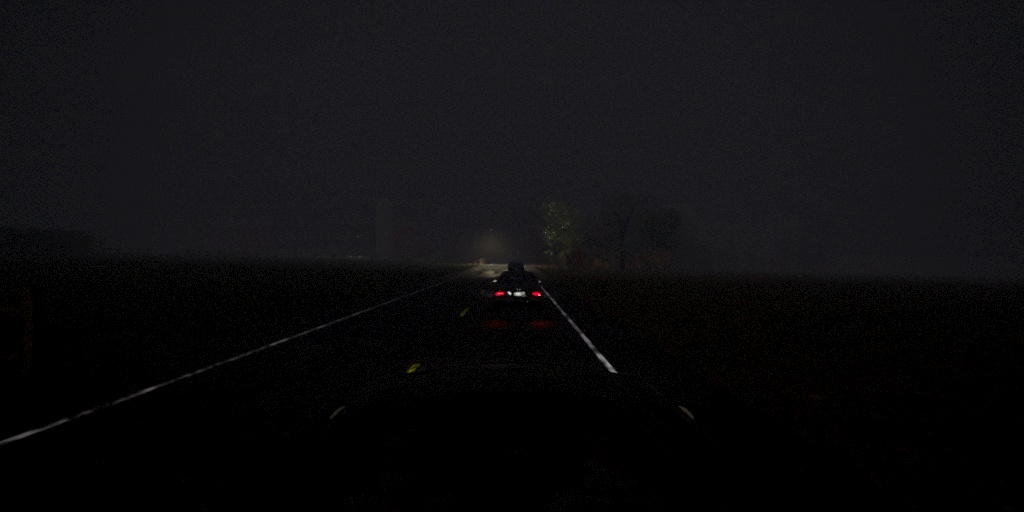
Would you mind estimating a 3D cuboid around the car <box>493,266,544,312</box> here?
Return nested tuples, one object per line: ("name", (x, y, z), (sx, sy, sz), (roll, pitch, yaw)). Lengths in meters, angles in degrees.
("car", (0.216, 1.297, 14.272), (2.033, 1.411, 5.357), (1, 0, 0))

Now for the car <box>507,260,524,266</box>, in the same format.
("car", (0.464, 1.238, 41.968), (2.128, 1.511, 4.902), (1, 0, 1))
